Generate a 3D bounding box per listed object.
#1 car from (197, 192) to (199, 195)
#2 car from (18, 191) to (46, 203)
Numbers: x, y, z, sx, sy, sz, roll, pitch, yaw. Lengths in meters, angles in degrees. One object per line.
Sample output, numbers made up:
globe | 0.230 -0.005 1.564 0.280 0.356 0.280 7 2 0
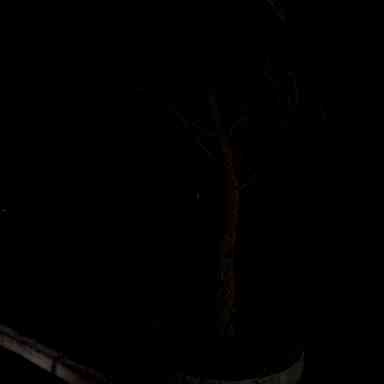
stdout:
car | 2.749 0.934 70.019 2.150 2.045 5.566 1 0 32
car | -20.437 0.925 40.085 2.150 2.045 5.566 1 0 32
